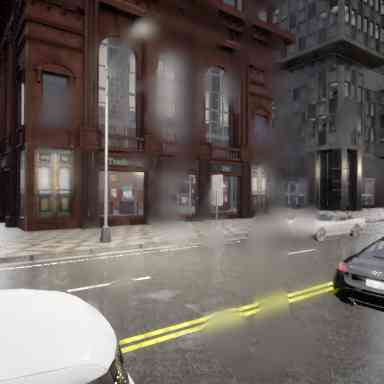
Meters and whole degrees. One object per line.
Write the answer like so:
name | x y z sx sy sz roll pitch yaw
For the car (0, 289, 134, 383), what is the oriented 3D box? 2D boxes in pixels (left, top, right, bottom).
car | -2.926 1.221 1.348 5.566 2.045 2.150 0 0 -36

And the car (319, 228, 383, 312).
car | 4.811 1.562 6.888 4.181 1.385 1.994 0 0 -35

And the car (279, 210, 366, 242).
car | 6.419 1.592 16.267 4.718 1.301 1.895 0 0 -36
